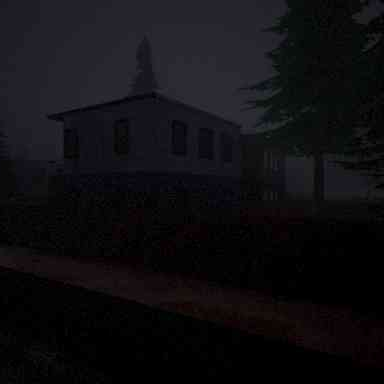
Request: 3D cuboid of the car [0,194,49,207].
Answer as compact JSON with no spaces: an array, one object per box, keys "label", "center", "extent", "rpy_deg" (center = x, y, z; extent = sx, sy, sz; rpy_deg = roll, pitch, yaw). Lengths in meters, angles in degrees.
[{"label":"car","center":[-14.753,1.202,29.570],"extent":[2.150,2.045,5.566],"rpy_deg":[0,0,27]}]
